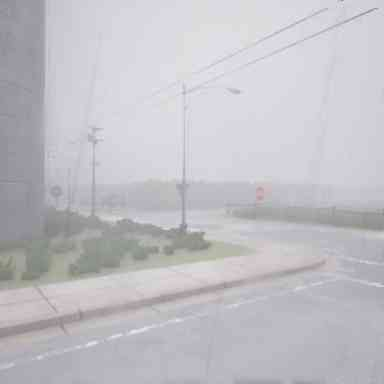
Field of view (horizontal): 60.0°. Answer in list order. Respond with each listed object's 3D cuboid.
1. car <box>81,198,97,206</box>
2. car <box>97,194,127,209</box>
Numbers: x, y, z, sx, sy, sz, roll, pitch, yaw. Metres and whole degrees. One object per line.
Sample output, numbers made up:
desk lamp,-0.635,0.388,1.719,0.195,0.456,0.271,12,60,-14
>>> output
car,-17.046,1.625,55.461,1.994,1.385,4.181,0,0,-35
car,-11.129,1.282,46.976,2.150,2.045,5.566,0,0,-34
